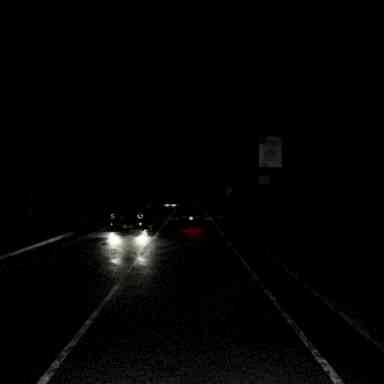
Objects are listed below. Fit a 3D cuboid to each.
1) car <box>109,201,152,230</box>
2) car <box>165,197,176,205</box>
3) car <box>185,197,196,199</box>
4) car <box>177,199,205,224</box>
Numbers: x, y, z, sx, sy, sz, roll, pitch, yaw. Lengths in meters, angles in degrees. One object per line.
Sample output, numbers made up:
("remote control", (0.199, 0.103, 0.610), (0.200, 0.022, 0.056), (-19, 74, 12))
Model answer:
("car", (-3.749, 1.366, 20.889), (2.097, 1.767, 4.553), (0, 0, 0))
("car", (-4.003, 1.584, 61.945), (2.033, 1.411, 5.357), (0, 0, 0))
("car", (-0.211, 1.376, 41.840), (2.097, 1.767, 4.553), (0, 0, 0))
("car", (-0.083, 1.521, 25.109), (1.837, 1.490, 4.892), (0, 1, 0))
